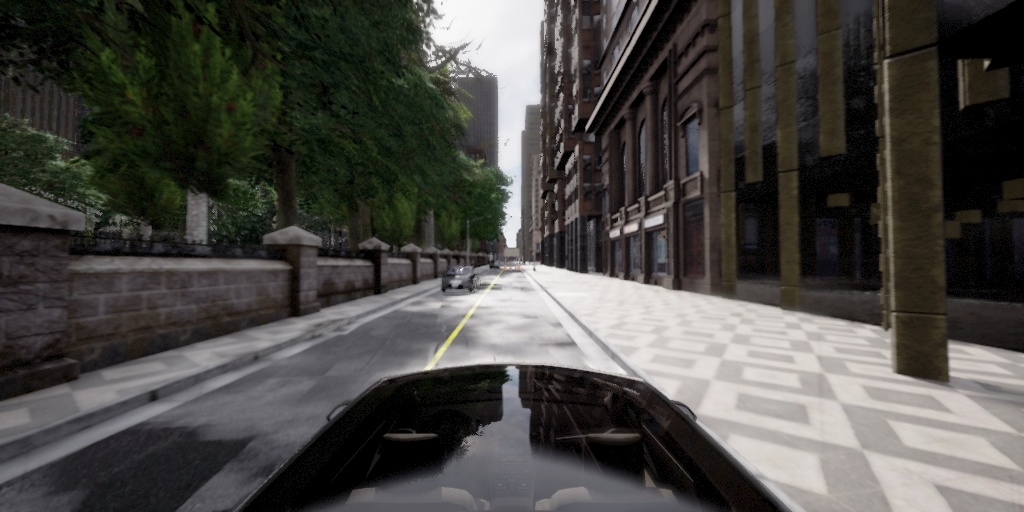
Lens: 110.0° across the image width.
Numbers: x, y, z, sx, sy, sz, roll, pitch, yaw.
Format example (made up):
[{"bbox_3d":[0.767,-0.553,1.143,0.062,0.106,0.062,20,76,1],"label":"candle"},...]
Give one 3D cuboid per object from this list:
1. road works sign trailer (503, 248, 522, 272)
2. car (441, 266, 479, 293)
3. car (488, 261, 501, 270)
[{"bbox_3d":[-0.009,0.514,51.622,2.380,3.560,2.880,0,0,0],"label":"road works sign trailer"},{"bbox_3d":[-3.101,1.358,22.054,2.128,1.511,4.902,0,0,0],"label":"car"},{"bbox_3d":[-3.038,1.635,63.187,1.837,1.490,4.892,0,0,1],"label":"car"}]
